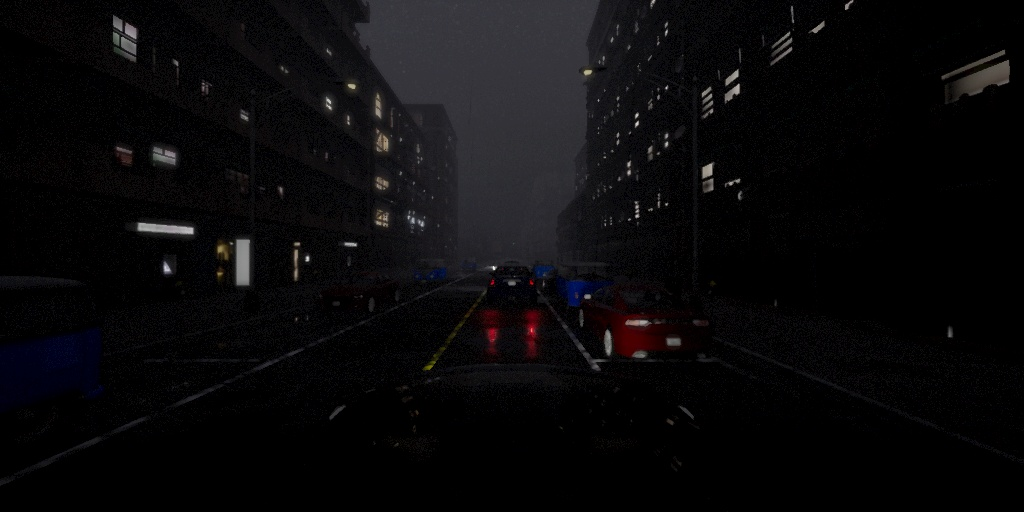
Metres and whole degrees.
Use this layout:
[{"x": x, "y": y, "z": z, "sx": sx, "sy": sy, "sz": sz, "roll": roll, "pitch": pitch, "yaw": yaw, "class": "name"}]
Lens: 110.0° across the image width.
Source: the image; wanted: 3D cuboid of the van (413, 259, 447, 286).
[{"x": -5.689, "y": 1.100, "z": 25.183, "sx": 1.690, "sy": 1.789, "sz": 3.998, "roll": 0, "pitch": 0, "yaw": 0, "class": "van"}]

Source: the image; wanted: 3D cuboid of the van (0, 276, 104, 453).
[{"x": -5.689, "y": 1.090, "z": 2.534, "sx": 1.690, "sy": 1.789, "sz": 3.998, "roll": 0, "pitch": 0, "yaw": 0, "class": "van"}]

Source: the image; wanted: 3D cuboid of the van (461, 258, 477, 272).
[{"x": -5.689, "y": 1.124, "z": 47.830, "sx": 1.690, "sy": 1.789, "sz": 3.998, "roll": 0, "pitch": 0, "yaw": 0, "class": "van"}]

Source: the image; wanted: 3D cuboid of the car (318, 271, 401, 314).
[{"x": -5.689, "y": 1.297, "z": 13.860, "sx": 1.888, "sy": 1.381, "sz": 4.507, "roll": 0, "pitch": 0, "yaw": 0, "class": "car"}]

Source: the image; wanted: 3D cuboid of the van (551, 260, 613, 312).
[{"x": 2.691, "y": 1.093, "z": 13.860, "sx": 1.690, "sy": 1.789, "sz": 3.998, "roll": 0, "pitch": 0, "yaw": 0, "class": "van"}]

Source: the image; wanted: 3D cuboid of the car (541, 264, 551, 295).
[{"x": 2.691, "y": 1.321, "z": 19.520, "sx": 1.948, "sy": 1.339, "sz": 4.313, "roll": 0, "pitch": 0, "yaw": 0, "class": "car"}]

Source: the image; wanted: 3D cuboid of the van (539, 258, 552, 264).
[{"x": 2.692, "y": 1.105, "z": 30.846, "sx": 1.690, "sy": 1.789, "sz": 3.998, "roll": 0, "pitch": 0, "yaw": 0, "class": "van"}]

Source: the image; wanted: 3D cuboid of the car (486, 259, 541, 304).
[{"x": 0.000, "y": 1.121, "z": 16.471, "sx": 2.097, "sy": 1.767, "sz": 4.553, "roll": 0, "pitch": 0, "yaw": 0, "class": "car"}]

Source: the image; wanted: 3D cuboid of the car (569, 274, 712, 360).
[{"x": 2.692, "y": 1.296, "z": 8.198, "sx": 1.888, "sy": 1.381, "sz": 4.507, "roll": 0, "pitch": 0, "yaw": 0, "class": "car"}]
